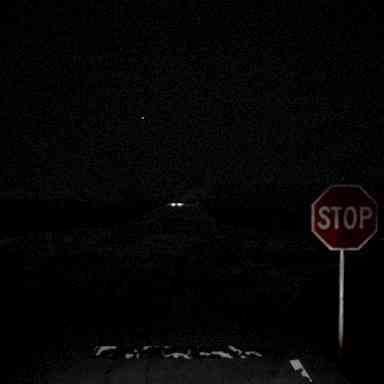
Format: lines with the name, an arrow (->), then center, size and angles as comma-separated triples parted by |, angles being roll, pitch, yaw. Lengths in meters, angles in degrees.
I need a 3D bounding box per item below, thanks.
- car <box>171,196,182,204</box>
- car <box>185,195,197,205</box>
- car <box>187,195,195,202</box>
car -> -2.955, 1.559, 65.433 | 1.994, 1.385, 4.181 | 0, 0, 0
car -> -0.189, 1.485, 60.411 | 2.128, 1.511, 4.902 | 0, 0, 0
car -> -0.220, 1.426, 70.449 | 1.812, 1.442, 4.674 | 0, 0, 0
